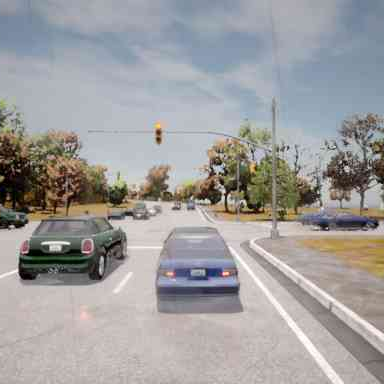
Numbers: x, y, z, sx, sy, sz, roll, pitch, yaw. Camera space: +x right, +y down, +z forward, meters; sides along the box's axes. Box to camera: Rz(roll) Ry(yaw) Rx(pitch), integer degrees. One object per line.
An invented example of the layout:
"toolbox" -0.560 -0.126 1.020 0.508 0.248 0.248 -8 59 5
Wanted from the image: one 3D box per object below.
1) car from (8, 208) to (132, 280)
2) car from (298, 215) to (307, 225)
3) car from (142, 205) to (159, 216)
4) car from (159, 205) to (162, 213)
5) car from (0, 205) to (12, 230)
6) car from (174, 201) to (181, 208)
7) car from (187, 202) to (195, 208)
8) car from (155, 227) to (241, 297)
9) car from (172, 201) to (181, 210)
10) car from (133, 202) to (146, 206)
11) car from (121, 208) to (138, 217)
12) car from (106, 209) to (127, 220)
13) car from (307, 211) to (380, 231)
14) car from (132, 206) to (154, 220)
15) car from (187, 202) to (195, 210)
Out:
"car" -3.444 1.486 10.515 2.097 1.767 4.553 0 -1 0
"car" 13.158 2.525 33.140 5.008 1.535 1.882 0 -3 -1
"car" -7.237 3.432 57.689 1.812 1.442 4.674 0 -1 0
"car" -7.198 3.488 67.980 1.837 1.490 4.892 0 0 0
"car" -16.303 1.999 27.188 5.566 2.045 2.150 -1 -3 9
"car" -3.833 3.248 87.867 1.837 1.490 4.892 0 0 -4
"car" -0.334 3.305 87.961 1.994 1.385 4.181 0 0 -4
"car" 0.068 1.646 8.901 2.033 1.411 5.357 0 -1 -1
"car" -3.712 3.538 77.834 1.895 1.301 4.718 0 0 0
"car" -10.687 3.204 68.235 2.150 2.045 5.566 0 0 0
"car" -10.740 3.504 57.478 1.895 1.301 4.718 0 -1 0
"car" -10.761 3.208 47.601 2.033 1.411 5.357 0 -2 -3
"car" 11.885 2.315 25.914 4.718 1.301 1.895 0 -3 -1
"car" -7.220 3.158 47.798 2.128 1.511 4.902 0 -2 1
"car" -0.212 3.467 77.779 1.812 1.442 4.674 0 0 0
